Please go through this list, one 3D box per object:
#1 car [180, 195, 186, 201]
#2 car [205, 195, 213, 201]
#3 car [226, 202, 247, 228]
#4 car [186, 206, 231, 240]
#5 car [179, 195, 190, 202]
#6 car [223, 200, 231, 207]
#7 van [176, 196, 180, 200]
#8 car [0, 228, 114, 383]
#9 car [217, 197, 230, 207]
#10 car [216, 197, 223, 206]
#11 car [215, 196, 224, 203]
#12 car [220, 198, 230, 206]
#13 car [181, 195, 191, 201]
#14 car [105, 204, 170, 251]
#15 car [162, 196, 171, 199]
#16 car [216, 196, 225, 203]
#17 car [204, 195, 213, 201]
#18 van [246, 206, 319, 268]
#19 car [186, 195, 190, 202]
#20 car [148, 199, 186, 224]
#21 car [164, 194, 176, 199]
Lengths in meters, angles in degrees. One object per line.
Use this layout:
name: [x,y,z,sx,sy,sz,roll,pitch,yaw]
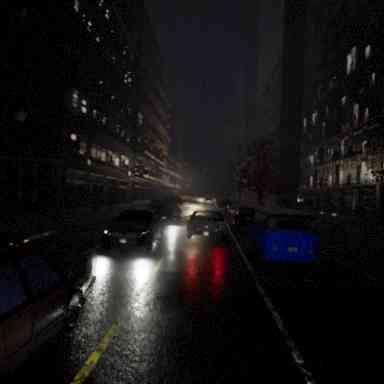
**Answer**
car: [-2.475,1.424,57.424,1.802,1.307,4.206,3,0,3]
car: [4.586,1.508,91.439,2.128,1.511,4.902,2,0,3]
car: [3.638,1.689,22.910,1.947,1.339,4.313,3,0,3]
car: [0.777,1.615,17.395,1.895,1.301,4.718,2,0,3]
car: [-1.606,1.425,74.341,1.947,1.339,4.313,3,0,3]
car: [3.929,1.674,28.554,1.887,1.381,4.507,3,0,3]
van: [-3.041,1.173,46.145,1.690,1.788,3.998,3,0,3]
car: [-2.765,1.432,3.919,2.033,1.411,5.357,2,0,3]
car: [5.378,1.703,56.780,1.887,1.381,4.507,3,0,3]
car: [5.094,1.593,51.135,1.967,1.590,4.097,3,0,3]
car: [6.536,1.763,79.361,1.802,1.307,4.206,3,0,3]
car: [4.218,1.701,34.200,1.947,1.339,4.313,3,0,3]
car: [-1.315,1.416,79.981,2.008,1.369,4.403,3,0,3]
car: [-2.255,1.421,13.806,1.812,1.442,4.674,2,0,3]
car: [-3.633,1.402,34.868,1.802,1.307,4.206,3,0,3]
car: [6.248,1.720,73.716,1.887,1.381,4.507,3,0,3]
car: [4.075,1.592,81.557,1.994,1.385,4.181,2,0,3]
van: [3.071,1.452,11.619,1.690,1.788,3.998,3,0,3]
car: [-1.894,1.398,68.702,1.887,1.381,4.507,3,0,3]
car: [-1.745,1.470,23.772,1.994,1.385,4.181,2,0,2]
car: [-3.349,1.351,40.337,1.752,1.417,4.829,3,0,3]
